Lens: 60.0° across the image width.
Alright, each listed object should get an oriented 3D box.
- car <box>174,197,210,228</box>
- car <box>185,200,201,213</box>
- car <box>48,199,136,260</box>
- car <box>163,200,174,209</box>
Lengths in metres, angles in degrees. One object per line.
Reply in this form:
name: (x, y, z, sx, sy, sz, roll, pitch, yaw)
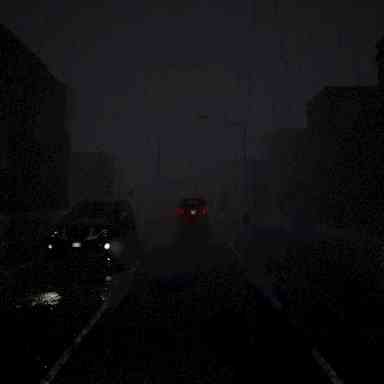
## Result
car: (0.080, 1.393, 23.645, 2.150, 2.045, 5.566, 0, 0, 0)
car: (0.059, 1.776, 41.813, 1.882, 1.535, 5.008, 0, 0, 0)
car: (-3.611, 1.316, 13.155, 2.150, 2.045, 5.566, 0, 0, 0)
car: (-3.652, 1.935, 54.410, 2.033, 1.411, 5.357, 0, 0, 0)
